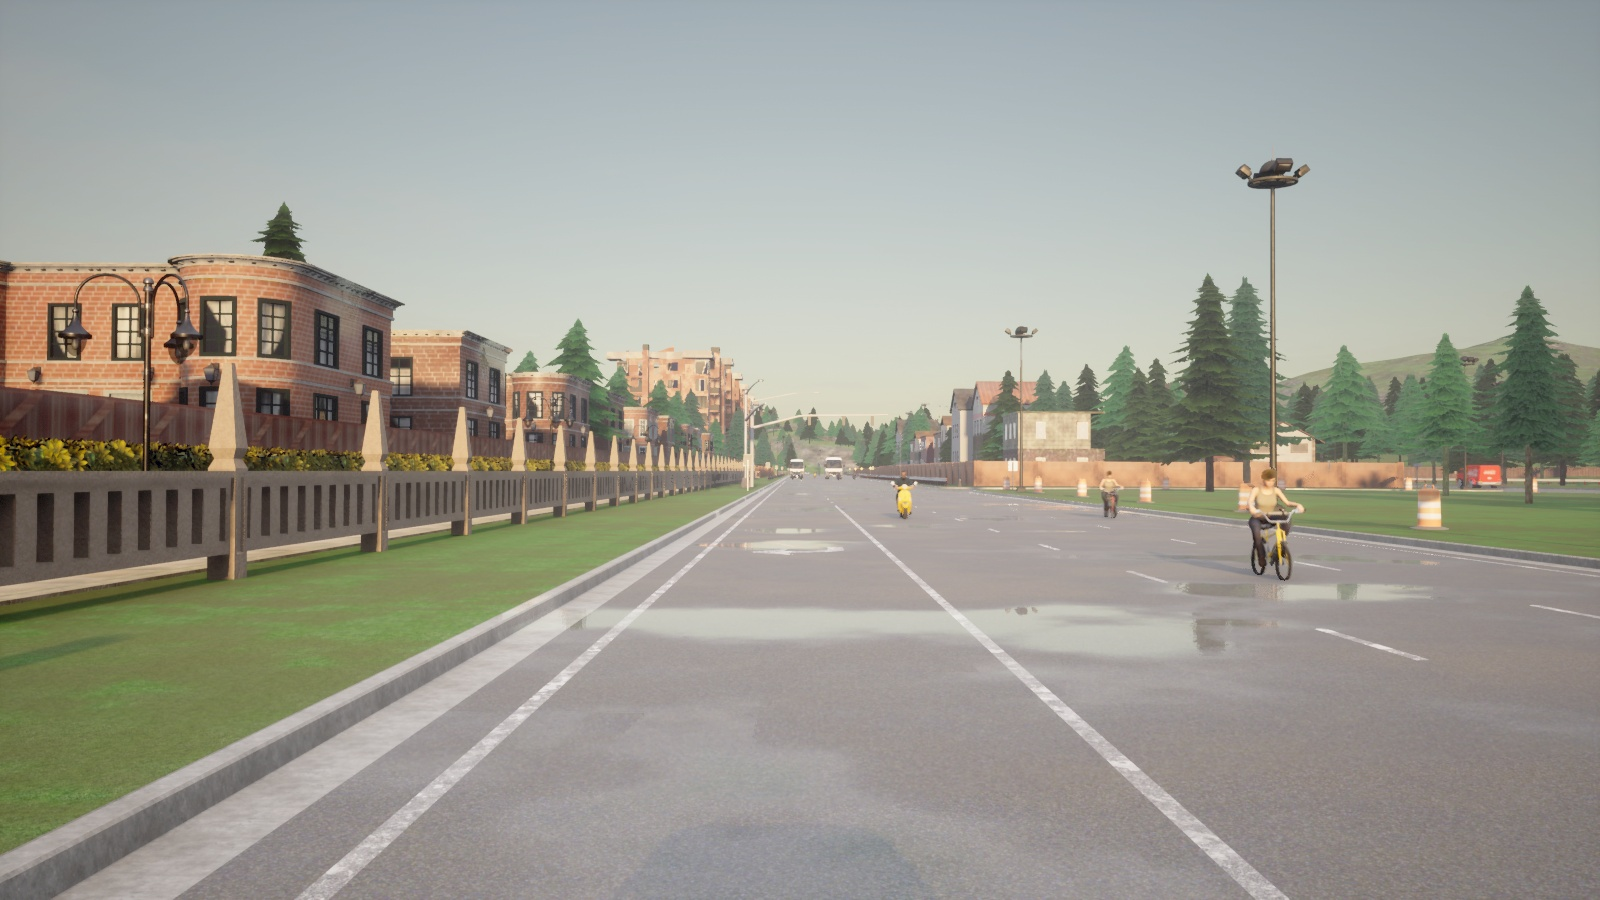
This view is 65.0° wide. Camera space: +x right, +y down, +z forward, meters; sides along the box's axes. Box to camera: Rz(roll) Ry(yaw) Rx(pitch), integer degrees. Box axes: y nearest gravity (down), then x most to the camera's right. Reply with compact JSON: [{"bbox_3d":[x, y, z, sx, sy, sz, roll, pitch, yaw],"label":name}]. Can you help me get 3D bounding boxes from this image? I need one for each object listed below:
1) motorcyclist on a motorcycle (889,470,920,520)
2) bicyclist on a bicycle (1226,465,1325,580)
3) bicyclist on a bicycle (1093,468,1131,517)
[{"bbox_3d":[3.406,1.441,40.992,0.866,1.590,1.817,0,-1,0],"label":"motorcyclist on a motorcycle"},{"bbox_3d":[6.954,1.032,18.440,0.866,1.612,1.509,0,-1,0],"label":"bicyclist on a bicycle"},{"bbox_3d":[10.392,1.412,41.925,0.866,1.612,1.509,0,-1,-1],"label":"bicyclist on a bicycle"}]
